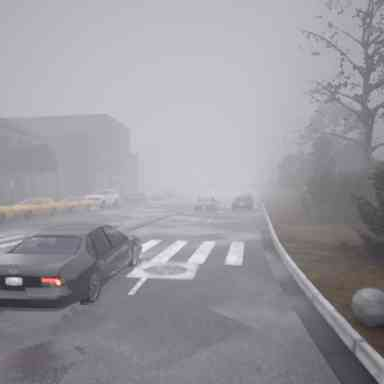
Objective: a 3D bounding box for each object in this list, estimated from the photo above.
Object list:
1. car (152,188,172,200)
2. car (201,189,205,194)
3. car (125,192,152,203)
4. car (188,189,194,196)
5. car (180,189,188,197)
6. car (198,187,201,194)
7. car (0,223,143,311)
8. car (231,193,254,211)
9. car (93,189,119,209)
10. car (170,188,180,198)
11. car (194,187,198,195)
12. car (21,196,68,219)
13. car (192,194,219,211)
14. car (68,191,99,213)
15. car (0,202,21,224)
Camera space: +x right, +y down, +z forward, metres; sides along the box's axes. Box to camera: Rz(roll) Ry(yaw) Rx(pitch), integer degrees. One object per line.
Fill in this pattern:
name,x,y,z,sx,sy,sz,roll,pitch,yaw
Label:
car,-5.673,0.581,57.716,2.231,1.521,4.892,0,1,11
car,1.439,-0.285,95.560,2.435,2.045,5.566,0,1,11
car,-7.725,0.786,46.821,2.163,1.488,4.792,0,1,11
car,-1.650,0.230,79.121,1.946,1.575,5.366,0,1,11
car,-2.974,0.344,72.379,2.231,1.521,4.892,0,1,11
car,0.391,0.054,89.980,1.946,1.575,5.366,0,1,11
car,-2.648,1.450,7.876,2.033,1.411,5.357,0,1,5
car,5.001,1.046,32.994,1.994,1.385,4.181,0,1,11
car,-9.761,0.681,35.961,2.435,2.045,5.566,0,1,11
car,-4.661,0.241,63.107,2.435,2.045,5.566,0,1,11
car,-0.590,0.016,84.762,2.185,1.767,4.553,0,1,11
car,-11.856,1.110,24.828,1.946,1.575,5.366,0,1,11
car,1.521,1.112,32.257,1.895,1.301,4.718,0,1,11
car,-10.835,1.022,30.257,1.946,1.575,5.366,0,1,11
car,-12.886,1.200,19.403,1.946,1.575,5.366,0,1,11
